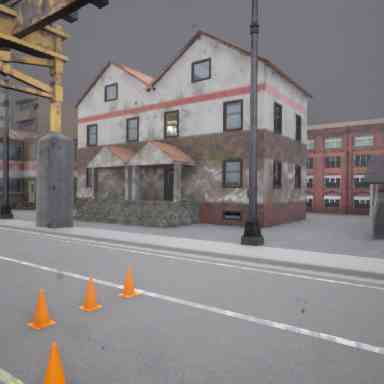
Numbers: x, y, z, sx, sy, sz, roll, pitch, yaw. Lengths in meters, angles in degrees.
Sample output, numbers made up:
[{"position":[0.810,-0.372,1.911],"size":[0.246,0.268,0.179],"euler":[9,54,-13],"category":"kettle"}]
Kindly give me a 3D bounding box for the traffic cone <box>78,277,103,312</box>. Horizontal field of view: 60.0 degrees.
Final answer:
[{"position":[-1.960,1.949,6.441],"size":[0.340,0.580,0.340],"euler":[0,0,36],"category":"traffic cone"}]

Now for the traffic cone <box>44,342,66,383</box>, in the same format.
[{"position":[-1.509,1.952,3.648],"size":[0.340,0.580,0.340],"euler":[0,0,36],"category":"traffic cone"}]

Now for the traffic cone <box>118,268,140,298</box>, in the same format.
[{"position":[-1.375,1.949,7.251],"size":[0.340,0.580,0.340],"euler":[0,0,36],"category":"traffic cone"}]

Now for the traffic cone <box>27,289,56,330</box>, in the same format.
[{"position":[-2.546,1.949,5.630],"size":[0.340,0.580,0.340],"euler":[0,0,36],"category":"traffic cone"}]
